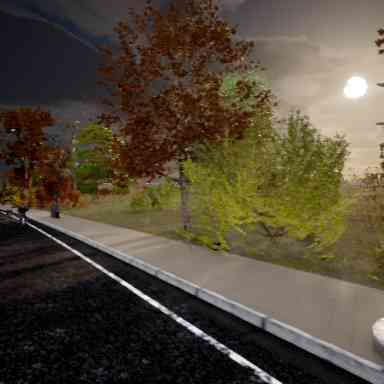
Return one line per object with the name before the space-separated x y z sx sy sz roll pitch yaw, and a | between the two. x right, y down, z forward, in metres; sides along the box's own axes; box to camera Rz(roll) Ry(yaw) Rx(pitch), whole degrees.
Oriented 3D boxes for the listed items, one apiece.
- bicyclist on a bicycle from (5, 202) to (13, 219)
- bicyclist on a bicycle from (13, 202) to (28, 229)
bicyclist on a bicycle | -17.028 1.754 31.156 0.866 1.612 1.509 -1 0 -34
bicyclist on a bicycle | -11.617 1.593 22.794 0.659 1.776 1.843 -1 0 -33
